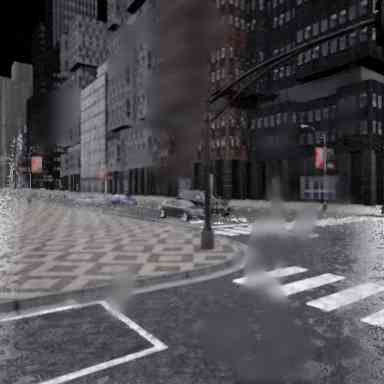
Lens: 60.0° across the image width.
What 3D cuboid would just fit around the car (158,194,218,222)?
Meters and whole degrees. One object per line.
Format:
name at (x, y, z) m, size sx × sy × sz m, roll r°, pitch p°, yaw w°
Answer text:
car at (-0.608, 1.207, 23.583) m, size 1.837 × 1.490 × 4.892 m, roll 0°, pitch 2°, yaw -36°

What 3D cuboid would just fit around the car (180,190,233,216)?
car at (0.890, 0.885, 27.064) m, size 2.150 × 2.045 × 5.566 m, roll 0°, pitch 1°, yaw -36°

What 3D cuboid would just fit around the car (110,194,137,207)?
car at (-8.283, 0.966, 39.761) m, size 1.812 × 1.442 × 4.674 m, roll 0°, pitch 1°, yaw -36°

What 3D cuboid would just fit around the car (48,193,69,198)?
car at (-21.316, 0.355, 52.406) m, size 1.994 × 1.385 × 4.181 m, roll 0°, pitch 1°, yaw -36°

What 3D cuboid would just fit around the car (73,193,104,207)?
car at (-12.174, 1.025, 39.599) m, size 1.895 × 1.301 × 4.718 m, roll 0°, pitch 1°, yaw -36°

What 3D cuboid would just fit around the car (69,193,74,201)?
car at (-18.663, 0.826, 54.289) m, size 1.895 × 1.301 × 4.718 m, roll 0°, pitch 1°, yaw -36°
